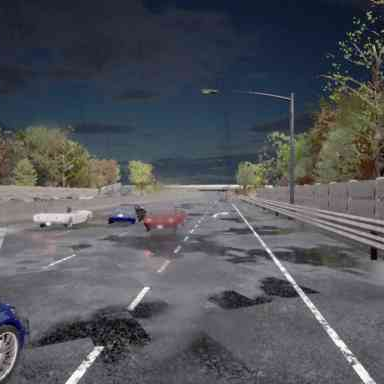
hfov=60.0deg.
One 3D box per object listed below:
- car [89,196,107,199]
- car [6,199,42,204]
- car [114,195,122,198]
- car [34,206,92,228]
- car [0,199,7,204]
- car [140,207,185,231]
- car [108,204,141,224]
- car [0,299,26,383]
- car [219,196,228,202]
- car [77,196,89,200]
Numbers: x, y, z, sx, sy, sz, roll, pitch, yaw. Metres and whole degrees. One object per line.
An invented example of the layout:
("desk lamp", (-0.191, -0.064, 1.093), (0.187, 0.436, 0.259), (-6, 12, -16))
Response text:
("car", (-20.946, 1.585, 76.217), (2.128, 1.511, 4.902), (0, 0, 5))
("car", (-17.771, 1.529, 36.540), (1.812, 1.442, 4.674), (0, 0, 5))
("car", (-17.226, 1.562, 78.377), (2.128, 1.511, 4.902), (0, 0, 5))
("car", (-8.385, 1.601, 22.137), (1.895, 1.301, 4.718), (0, 0, 5))
("car", (-21.135, 1.552, 38.153), (2.033, 1.411, 5.357), (0, 0, 5))
("car", (-1.516, 1.601, 20.407), (1.895, 1.301, 4.718), (0, 0, 5))
("car", (-4.642, 1.565, 24.534), (1.994, 1.385, 4.181), (0, 0, 5))
("car", (-3.220, 1.526, 2.397), (1.812, 1.442, 4.674), (0, 0, 5))
("car", (7.599, 1.613, 80.660), (2.128, 1.511, 4.902), (0, 0, 5))
("car", (-24.509, 1.587, 75.718), (1.812, 1.442, 4.674), (0, 0, 5))
